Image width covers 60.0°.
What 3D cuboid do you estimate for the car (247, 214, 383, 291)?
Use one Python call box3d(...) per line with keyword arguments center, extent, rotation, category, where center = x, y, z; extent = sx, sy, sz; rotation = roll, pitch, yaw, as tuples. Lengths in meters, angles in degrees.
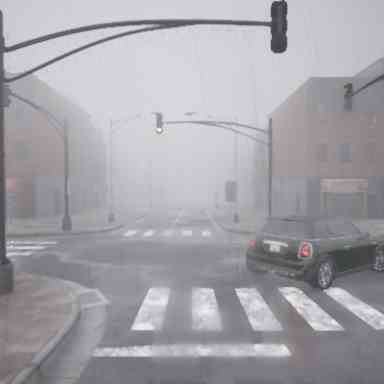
box3d(center=(3.710, 1.418, 9.429), extent=(4.553, 1.767, 2.097), rotation=(1, 0, -38), category="car")
